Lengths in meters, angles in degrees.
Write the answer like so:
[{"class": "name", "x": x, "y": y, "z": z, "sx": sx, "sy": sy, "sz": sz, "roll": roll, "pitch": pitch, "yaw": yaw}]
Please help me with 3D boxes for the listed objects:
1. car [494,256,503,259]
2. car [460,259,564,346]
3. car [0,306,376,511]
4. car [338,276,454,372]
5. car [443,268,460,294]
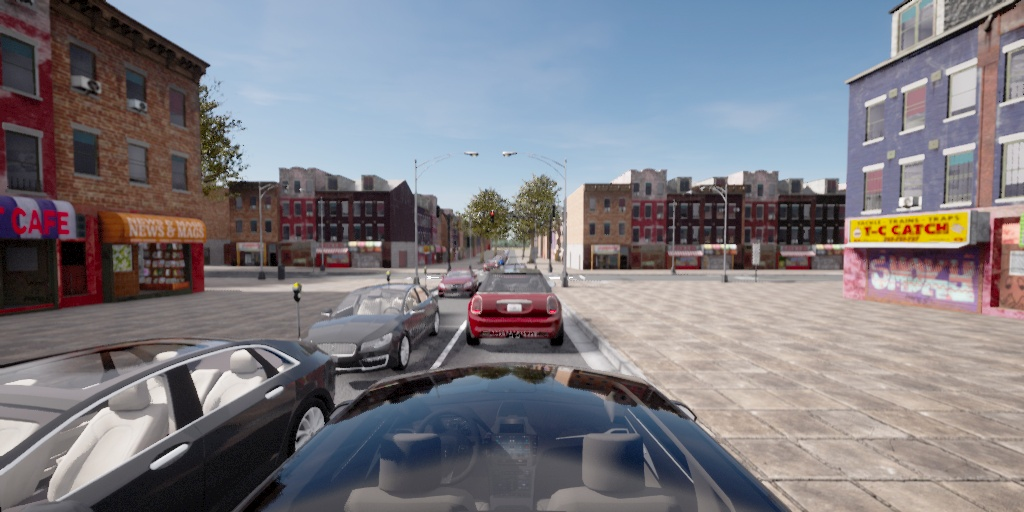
[{"class": "car", "x": -2.566, "y": 1.142, "z": 45.139, "sx": 1.967, "sy": 1.591, "sz": 4.097, "roll": 0, "pitch": 0, "yaw": 0}, {"class": "car", "x": 0.111, "y": 1.083, "z": 9.512, "sx": 2.097, "sy": 1.767, "sz": 4.553, "roll": 0, "pitch": 0, "yaw": 2}, {"class": "car", "x": -2.640, "y": 1.299, "z": 2.021, "sx": 2.007, "sy": 1.370, "sz": 4.403, "roll": 0, "pitch": 0, "yaw": 0}, {"class": "car", "x": -2.631, "y": 1.286, "z": 7.470, "sx": 2.007, "sy": 1.370, "sz": 4.403, "roll": 0, "pitch": 0, "yaw": 0}, {"class": "car", "x": -2.612, "y": 1.297, "z": 18.364, "sx": 1.802, "sy": 1.307, "sz": 4.207, "roll": 0, "pitch": 0, "yaw": 0}]
